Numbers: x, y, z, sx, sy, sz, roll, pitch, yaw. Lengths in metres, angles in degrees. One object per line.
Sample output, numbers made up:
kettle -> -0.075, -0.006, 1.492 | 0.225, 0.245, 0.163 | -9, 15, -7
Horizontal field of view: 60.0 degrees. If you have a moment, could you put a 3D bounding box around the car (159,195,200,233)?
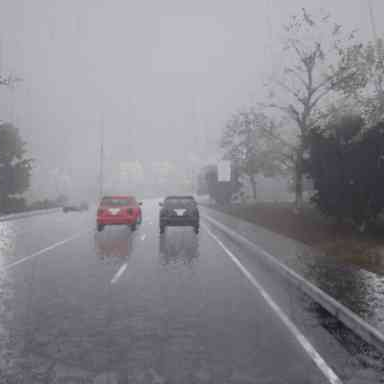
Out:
car -> -0.784, 1.201, 19.703 | 2.150, 2.045, 5.566 | 0, 0, -4

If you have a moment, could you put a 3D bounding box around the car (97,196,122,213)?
car -> -9.340, 1.350, 37.985 | 2.097, 1.767, 4.553 | 0, 0, -4

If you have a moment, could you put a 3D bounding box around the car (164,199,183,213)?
car -> -2.106, 1.548, 37.640 | 1.994, 1.385, 4.181 | 0, 0, -4

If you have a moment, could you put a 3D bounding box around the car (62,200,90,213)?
car -> -12.786, 1.549, 37.031 | 2.033, 1.411, 5.357 | 0, 0, -4

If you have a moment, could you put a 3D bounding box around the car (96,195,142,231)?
car -> -4.341, 1.206, 20.436 | 2.150, 2.045, 5.566 | 0, 0, -4
